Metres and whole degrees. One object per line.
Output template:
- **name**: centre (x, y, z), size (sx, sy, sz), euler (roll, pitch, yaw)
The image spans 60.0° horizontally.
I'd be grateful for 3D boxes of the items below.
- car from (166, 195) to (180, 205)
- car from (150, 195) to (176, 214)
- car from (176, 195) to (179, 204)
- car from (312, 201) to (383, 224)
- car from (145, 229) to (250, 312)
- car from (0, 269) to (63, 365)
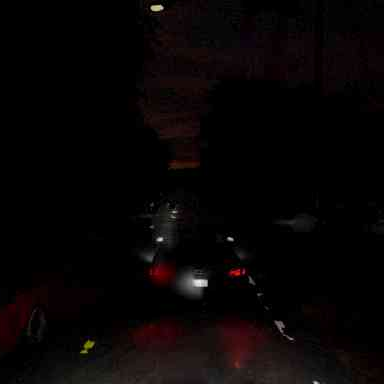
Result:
- **car**: centre (-3.201, 1.318, 57.002), size (2.128, 1.511, 4.902), euler (0, 0, 0)
- **car**: centre (-3.149, 1.272, 34.786), size (2.097, 1.767, 4.553), euler (1, 0, 0)
- **car**: centre (-3.185, 1.492, 44.718), size (1.895, 1.301, 4.718), euler (0, 0, 0)
- **car**: centre (10.627, 1.344, 22.743), size (4.674, 1.442, 1.812), euler (-1, 1, 1)
- **car**: centre (0.083, 1.557, 7.812), size (1.994, 1.385, 4.181), euler (0, 0, -1)
- **car**: centre (-3.113, 1.599, 3.419), size (1.895, 1.301, 4.718), euler (0, 0, 0)
